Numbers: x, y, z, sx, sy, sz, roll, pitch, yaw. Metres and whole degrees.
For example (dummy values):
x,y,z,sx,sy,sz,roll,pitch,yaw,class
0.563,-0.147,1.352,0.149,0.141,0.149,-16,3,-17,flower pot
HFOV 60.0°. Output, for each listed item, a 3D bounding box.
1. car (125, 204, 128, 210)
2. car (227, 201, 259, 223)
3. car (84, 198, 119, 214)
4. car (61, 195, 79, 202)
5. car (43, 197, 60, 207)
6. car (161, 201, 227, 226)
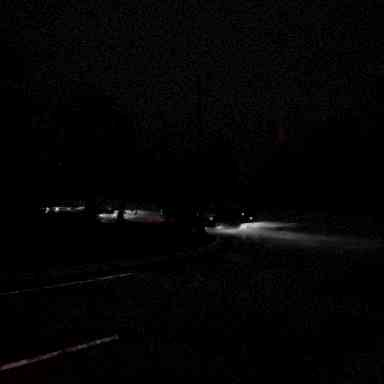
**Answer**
x,y,z,sx,sy,sz,roll,pitch,yaw,class
-9.494,1.377,40.150,2.128,1.511,4.902,-1,0,-38,car
2.426,1.403,24.787,2.033,1.411,5.357,-1,0,-37,car
-9.617,1.401,34.656,2.128,1.511,4.902,-1,0,-38,car
-19.232,0.976,52.586,2.097,1.767,4.553,-1,0,-38,car
-21.932,1.627,50.369,1.895,1.301,4.718,-1,0,-38,car
-0.281,1.386,22.536,2.128,1.511,4.902,-1,0,-37,car
